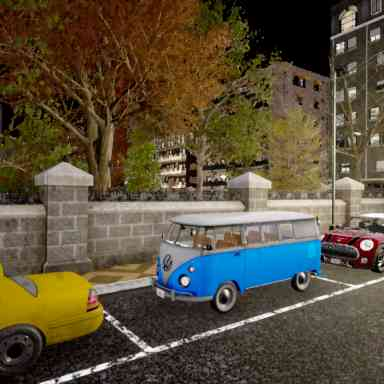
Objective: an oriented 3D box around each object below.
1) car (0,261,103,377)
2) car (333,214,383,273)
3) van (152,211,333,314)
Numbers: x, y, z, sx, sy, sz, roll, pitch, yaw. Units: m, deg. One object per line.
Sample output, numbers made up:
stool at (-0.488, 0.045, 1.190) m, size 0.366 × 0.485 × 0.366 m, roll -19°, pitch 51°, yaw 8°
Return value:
car at (-3.581, 1.525, 3.995) m, size 4.829 × 1.417 × 1.752 m, roll 0°, pitch 1°, yaw -35°
car at (5.705, 1.442, 10.604) m, size 4.097 × 1.590 × 1.967 m, roll 0°, pitch 1°, yaw -35°
van at (1.132, 1.342, 7.347) m, size 3.998 × 1.788 × 1.690 m, roll 0°, pitch 1°, yaw -35°
